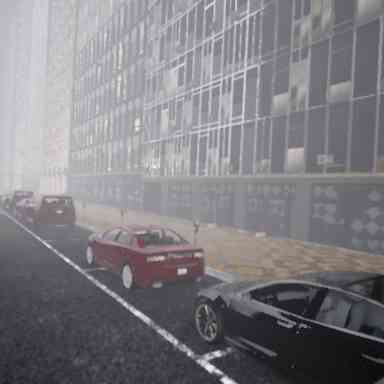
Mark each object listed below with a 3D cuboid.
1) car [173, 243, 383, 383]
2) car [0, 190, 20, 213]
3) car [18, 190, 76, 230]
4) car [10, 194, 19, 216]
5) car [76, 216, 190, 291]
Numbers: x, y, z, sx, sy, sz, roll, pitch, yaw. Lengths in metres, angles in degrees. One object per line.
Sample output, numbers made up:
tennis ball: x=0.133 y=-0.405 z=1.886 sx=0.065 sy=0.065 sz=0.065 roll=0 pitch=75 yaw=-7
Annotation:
car: x=1.753 y=1.656 z=4.218 sx=1.947 sy=1.339 sz=4.313 roll=2 pitch=0 yaw=-34
car: x=-14.283 y=0.737 z=27.751 sx=2.192 sy=1.841 sz=5.009 roll=2 pitch=0 yaw=-34
car: x=-7.864 y=1.007 z=18.338 sx=2.192 sy=1.841 sz=5.009 roll=2 pitch=0 yaw=-34
car: x=-11.082 y=1.101 z=23.044 sx=1.887 sy=1.381 sz=4.507 roll=2 pitch=0 yaw=-34
car: x=-1.455 y=1.503 z=8.925 sx=1.887 sy=1.381 sz=4.507 roll=2 pitch=0 yaw=-34
